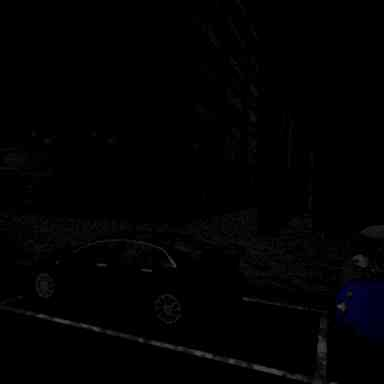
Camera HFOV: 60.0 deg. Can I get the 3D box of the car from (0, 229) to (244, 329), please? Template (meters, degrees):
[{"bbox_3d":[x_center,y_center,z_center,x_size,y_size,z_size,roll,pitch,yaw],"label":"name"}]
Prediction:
[{"bbox_3d":[-1.211,1.429,6.430,4.403,1.369,2.008,2,1,23],"label":"car"}]

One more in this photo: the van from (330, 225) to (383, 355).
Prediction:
[{"bbox_3d":[3.989,1.408,4.246,3.998,1.788,1.690,2,1,23],"label":"van"}]
